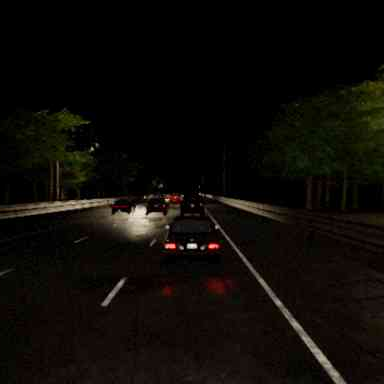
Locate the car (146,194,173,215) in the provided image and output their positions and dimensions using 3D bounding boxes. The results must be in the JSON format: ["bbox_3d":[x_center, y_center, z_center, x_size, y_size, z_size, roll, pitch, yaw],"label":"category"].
[{"bbox_3d":[-3.459,1.389,34.336,2.097,1.767,4.553,0,0,1],"label":"car"}]

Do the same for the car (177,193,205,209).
[{"bbox_3d":[0.009,1.255,30.509,2.150,2.045,5.566,0,0,-1],"label":"car"}]

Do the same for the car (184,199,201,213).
[{"bbox_3d":[0.078,1.569,39.420,1.812,1.442,4.674,0,0,1],"label":"car"}]

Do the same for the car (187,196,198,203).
[{"bbox_3d":[0.114,1.536,68.563,2.128,1.511,4.902,0,0,0],"label":"car"}]

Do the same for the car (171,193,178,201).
[{"bbox_3d":[-3.387,1.267,68.787,2.150,2.045,5.566,0,0,0],"label":"car"}]

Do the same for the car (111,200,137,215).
[{"bbox_3d":[-6.958,1.545,34.312,1.837,1.490,4.892,0,0,0],"label":"car"}]

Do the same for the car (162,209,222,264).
[{"bbox_3d":[0.003,1.553,11.770,2.033,1.411,5.357,0,0,0],"label":"car"}]
